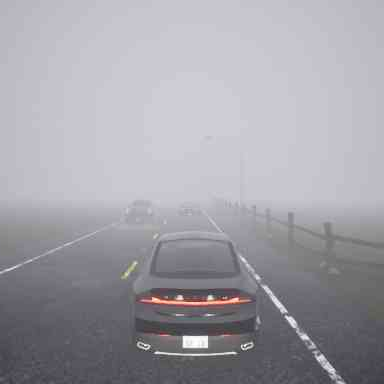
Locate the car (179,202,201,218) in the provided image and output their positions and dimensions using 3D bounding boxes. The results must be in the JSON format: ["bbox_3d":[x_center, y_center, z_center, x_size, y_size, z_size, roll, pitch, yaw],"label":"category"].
[{"bbox_3d":[-0.209,1.590,30.292,1.895,1.301,4.718,0,0,-1],"label":"car"}]

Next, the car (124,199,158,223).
[{"bbox_3d":[-3.828,1.343,25.635,2.097,1.767,4.553,0,0,-1],"label":"car"}]

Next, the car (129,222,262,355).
[{"bbox_3d":[0.049,1.505,6.312,1.837,1.490,4.892,0,0,0],"label":"car"}]
